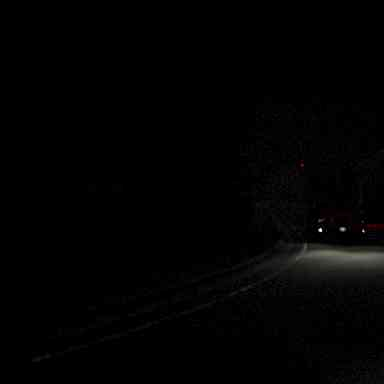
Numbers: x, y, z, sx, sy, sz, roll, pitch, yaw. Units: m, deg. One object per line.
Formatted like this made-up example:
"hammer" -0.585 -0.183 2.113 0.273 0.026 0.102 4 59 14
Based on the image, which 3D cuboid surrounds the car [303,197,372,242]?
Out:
"car" 7.428 1.350 17.659 2.150 2.045 5.566 0 0 13
